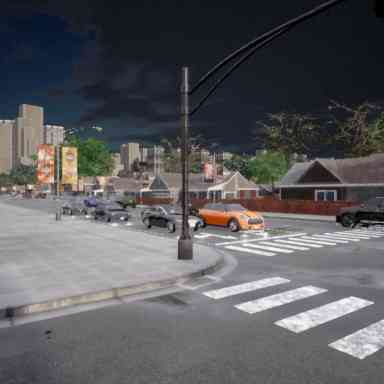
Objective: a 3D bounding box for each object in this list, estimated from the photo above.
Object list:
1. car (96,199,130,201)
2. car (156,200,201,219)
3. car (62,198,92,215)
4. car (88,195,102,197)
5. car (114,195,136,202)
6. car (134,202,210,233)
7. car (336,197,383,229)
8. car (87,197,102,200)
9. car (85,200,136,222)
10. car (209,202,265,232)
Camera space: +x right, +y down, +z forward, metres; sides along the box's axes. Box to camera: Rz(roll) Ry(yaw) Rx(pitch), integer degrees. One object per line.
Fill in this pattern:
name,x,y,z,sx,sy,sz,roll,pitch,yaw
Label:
car,-8.934,1.772,36.780,1.994,1.385,4.181,0,0,-35
car,-1.405,1.635,32.123,1.882,1.535,5.008,0,0,-35
car,-13.105,1.730,37.033,1.837,1.490,4.892,0,0,-35
car,-18.167,1.572,61.274,2.150,2.045,5.566,0,0,-35
car,-10.393,1.496,50.366,2.150,2.045,5.566,0,0,-35
car,-1.377,1.592,20.540,2.128,1.511,4.902,0,0,-35
car,11.467,1.267,19.650,2.150,2.045,5.566,0,0,-35
car,-15.247,1.899,51.584,1.895,1.301,4.718,0,0,-35
car,-7.092,1.710,28.556,2.033,1.411,5.357,0,0,-36
car,2.366,1.440,20.911,2.097,1.767,4.553,0,0,-36
